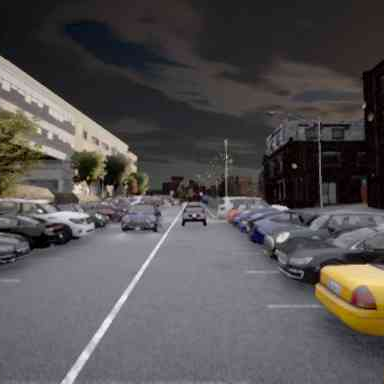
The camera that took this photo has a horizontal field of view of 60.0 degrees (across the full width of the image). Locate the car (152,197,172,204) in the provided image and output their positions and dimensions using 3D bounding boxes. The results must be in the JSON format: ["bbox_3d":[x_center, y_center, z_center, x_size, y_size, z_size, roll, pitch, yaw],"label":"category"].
[{"bbox_3d":[-7.443,2.100,82.931,4.792,1.488,2.163,0,0,0],"label":"car"}]

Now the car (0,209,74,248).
[{"bbox_3d":[-7.617,1.575,13.091,5.008,1.535,2.097,0,0,0],"label":"car"}]

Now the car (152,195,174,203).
[{"bbox_3d":[-7.437,1.839,85.726,5.566,2.045,2.435,0,0,0],"label":"car"}]

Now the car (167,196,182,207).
[{"bbox_3d":[-2.901,1.940,62.485,2.128,1.511,4.902,0,0,1],"label":"car"}]

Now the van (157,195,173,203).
[{"bbox_3d":[-7.565,1.991,94.082,4.442,1.987,1.878,0,-1,0],"label":"van"}]

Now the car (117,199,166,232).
[{"bbox_3d":[-3.055,1.505,21.069,2.097,1.767,4.553,0,0,0],"label":"car"}]

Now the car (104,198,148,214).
[{"bbox_3d":[-7.538,1.628,38.235,4.553,1.767,2.185,0,0,0],"label":"car"}]

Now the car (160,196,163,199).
[{"bbox_3d":[-7.534,1.852,52.077,5.008,1.535,2.097,0,0,0],"label":"car"}]

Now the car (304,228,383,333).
[{"bbox_3d":[4.875,1.522,5.416,5.366,1.575,1.946,0,0,0],"label":"car"}]

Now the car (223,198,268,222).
[{"bbox_3d":[4.697,1.525,23.171,4.553,1.767,2.185,0,0,0],"label":"car"}]

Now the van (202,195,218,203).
[{"bbox_3d":[4.993,1.938,91.529,4.442,1.987,1.878,0,-1,0],"label":"van"}]

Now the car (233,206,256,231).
[{"bbox_3d":[4.713,1.648,17.169,4.674,1.452,2.002,0,0,0],"label":"car"}]

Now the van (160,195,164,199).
[{"bbox_3d":[-7.416,1.647,54.997,4.442,1.987,1.878,0,0,0],"label":"van"}]

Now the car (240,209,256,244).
[{"bbox_3d":[4.738,1.617,14.230,4.792,1.488,2.163,0,0,0],"label":"car"}]

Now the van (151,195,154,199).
[{"bbox_3d":[-7.673,1.567,43.823,4.442,1.987,1.878,0,0,0],"label":"van"}]

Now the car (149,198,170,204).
[{"bbox_3d":[-7.513,2.061,77.344,4.792,1.488,2.163,0,0,0],"label":"car"}]

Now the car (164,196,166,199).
[{"bbox_3d":[-7.532,1.893,57.789,4.892,1.521,2.231,0,0,0],"label":"car"}]

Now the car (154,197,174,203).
[{"bbox_3d":[-7.459,2.114,88.459,5.008,1.535,2.097,0,0,0],"label":"car"}]

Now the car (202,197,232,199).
[{"bbox_3d":[4.857,1.726,69.216,5.566,2.045,2.435,0,0,0],"label":"car"}]

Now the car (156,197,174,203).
[{"bbox_3d":[-7.483,2.184,91.291,4.792,1.488,2.163,0,-1,0],"label":"car"}]

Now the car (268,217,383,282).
[{"bbox_3d":[4.703,1.548,8.480,4.892,1.521,2.231,0,0,0],"label":"car"}]

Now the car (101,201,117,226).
[{"bbox_3d":[-7.563,1.704,27.058,4.792,1.488,2.163,0,0,0],"label":"car"}]

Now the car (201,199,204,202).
[{"bbox_3d":[0.189,1.901,41.568,1.895,1.301,4.718,0,0,0],"label":"car"}]

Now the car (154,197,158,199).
[{"bbox_3d":[-7.548,1.853,46.615,4.674,1.452,2.002,0,0,0],"label":"car"}]

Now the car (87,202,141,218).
[{"bbox_3d":[-7.610,1.744,32.647,4.792,1.488,2.163,0,0,0],"label":"car"}]

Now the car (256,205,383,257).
[{"bbox_3d":[4.734,1.441,11.293,4.553,1.767,2.185,0,0,0],"label":"car"}]

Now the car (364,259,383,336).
[{"bbox_3d":[4.499,1.501,2.478,5.366,1.575,1.946,0,0,0],"label":"car"}]

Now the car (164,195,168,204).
[{"bbox_3d":[-7.688,1.969,68.964,5.366,1.575,1.946,0,0,0],"label":"car"}]

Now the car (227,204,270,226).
[{"bbox_3d":[4.719,1.670,20.232,4.674,1.452,2.002,0,0,0],"label":"car"}]

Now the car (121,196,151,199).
[{"bbox_3d":[-7.602,1.483,35.441,5.566,2.045,2.435,0,0,0],"label":"car"}]

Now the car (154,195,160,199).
[{"bbox_3d":[-7.575,1.707,49.408,4.553,1.767,2.185,0,0,0],"label":"car"}]

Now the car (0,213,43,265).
[{"bbox_3d":[-7.636,1.557,10.299,4.892,1.521,2.231,0,0,0],"label":"car"}]

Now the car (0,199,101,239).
[{"bbox_3d":[-7.589,1.344,15.888,5.566,2.045,2.435,0,0,0],"label":"car"}]

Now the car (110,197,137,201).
[{"bbox_3d":[-7.618,1.569,29.855,4.553,1.767,2.185,0,0,0],"label":"car"}]

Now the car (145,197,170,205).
[{"bbox_3d":[-7.676,2.008,74.551,5.366,1.575,1.946,0,0,0],"label":"car"}]

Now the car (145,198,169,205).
[{"bbox_3d":[-7.525,2.021,71.756,4.792,1.488,2.163,0,0,0],"label":"car"}]

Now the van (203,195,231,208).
[{"bbox_3d":[4.939,1.732,66.424,4.442,1.987,1.878,0,0,0],"label":"van"}]

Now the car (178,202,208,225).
[{"bbox_3d":[0.153,1.735,25.835,2.033,1.411,5.357,0,0,0],"label":"car"}]
